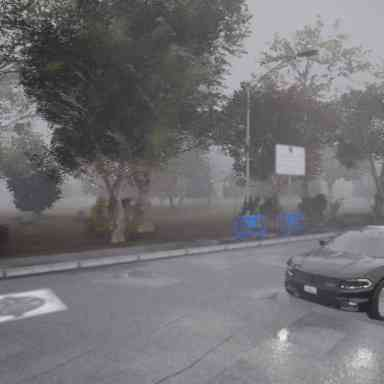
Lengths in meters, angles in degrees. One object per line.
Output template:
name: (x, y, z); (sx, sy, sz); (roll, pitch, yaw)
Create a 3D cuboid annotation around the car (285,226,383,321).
car: (4.213, 1.540, 7.603); (5.008, 1.535, 1.882); (0, 0, -36)
